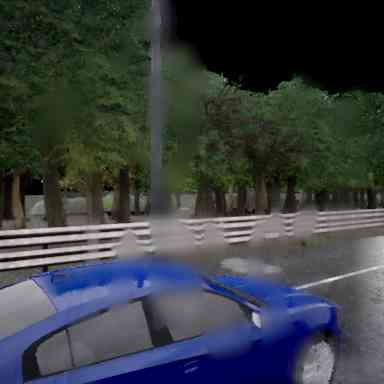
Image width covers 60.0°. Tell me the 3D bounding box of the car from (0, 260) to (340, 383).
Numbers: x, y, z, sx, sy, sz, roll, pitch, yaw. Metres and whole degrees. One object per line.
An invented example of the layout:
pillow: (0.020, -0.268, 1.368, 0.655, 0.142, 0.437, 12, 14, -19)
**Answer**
car: (-0.483, 1.477, 3.389, 5.008, 1.535, 1.882, 0, 0, -35)
